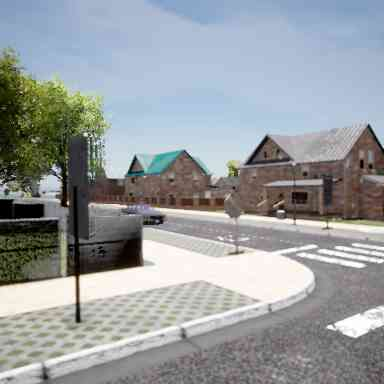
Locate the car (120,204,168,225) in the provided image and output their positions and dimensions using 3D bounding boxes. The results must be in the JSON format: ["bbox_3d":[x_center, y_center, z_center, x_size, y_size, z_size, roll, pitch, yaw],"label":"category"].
[{"bbox_3d":[-3.890,1.651,25.419,2.033,1.411,5.357,-1,1,-34],"label":"car"}]

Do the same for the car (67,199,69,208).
[{"bbox_3d":[-15.147,1.566,42.371,1.882,1.535,5.008,-1,0,-33],"label":"car"}]
